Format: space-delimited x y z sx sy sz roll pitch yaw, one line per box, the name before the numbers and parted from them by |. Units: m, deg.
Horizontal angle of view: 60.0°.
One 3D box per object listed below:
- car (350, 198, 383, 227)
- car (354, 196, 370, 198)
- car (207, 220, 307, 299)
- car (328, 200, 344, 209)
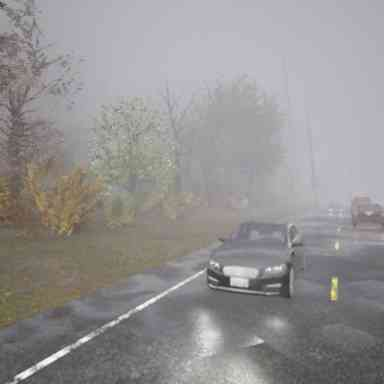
car | 12.985 1.546 24.588 2.097 1.767 4.553 0 -1 25
car | 19.750 1.545 38.690 2.150 2.045 5.566 0 -1 26
car | 1.928 1.545 8.860 2.128 1.511 4.902 0 0 24
car | 23.157 1.997 53.412 1.812 1.442 4.674 0 -1 27
